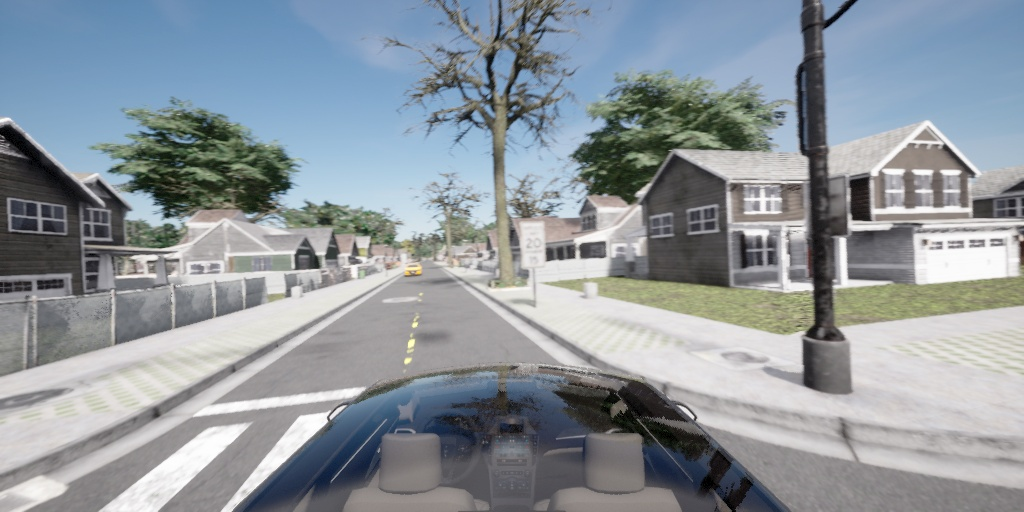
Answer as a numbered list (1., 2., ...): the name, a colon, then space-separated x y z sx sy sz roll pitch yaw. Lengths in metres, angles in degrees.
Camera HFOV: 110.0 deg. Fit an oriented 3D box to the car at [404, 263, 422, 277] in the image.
1. car: -12.236 1.674 44.525 1.882 1.535 5.008 -2 0 -13
